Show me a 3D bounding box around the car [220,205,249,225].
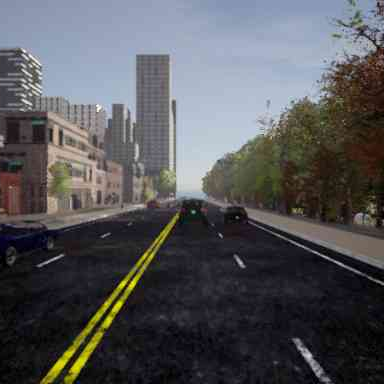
[{"bbox_3d":[3.344,1.771,27.026,1.882,1.535,5.008,0,0,0],"label":"car"}]

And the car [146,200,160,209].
[{"bbox_3d":[-6.549,2.082,56.338,1.882,1.535,5.008,0,0,1],"label":"car"}]

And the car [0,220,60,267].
[{"bbox_3d":[-6.595,1.732,12.068,1.895,1.301,4.718,0,-1,0],"label":"car"}]

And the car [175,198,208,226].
[{"bbox_3d":[0.097,1.506,25.920,2.150,2.045,5.566,0,0,0],"label":"car"}]

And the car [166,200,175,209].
[{"bbox_3d":[-3.302,2.097,56.571,2.128,1.511,4.902,0,-1,1],"label":"car"}]

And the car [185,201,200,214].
[{"bbox_3d":[0.070,1.937,42.715,1.882,1.535,5.008,0,0,0],"label":"car"}]
